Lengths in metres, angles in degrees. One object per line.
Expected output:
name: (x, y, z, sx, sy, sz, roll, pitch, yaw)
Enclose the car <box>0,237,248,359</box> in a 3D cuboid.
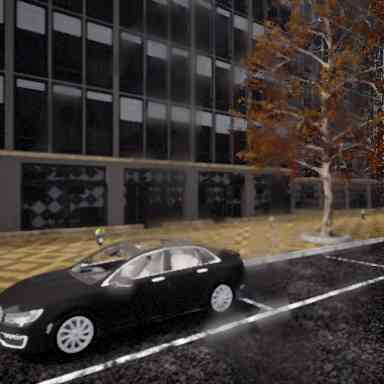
car: (-0.943, 1.544, 5.883, 4.403, 1.369, 2.008, 0, 0, -35)
